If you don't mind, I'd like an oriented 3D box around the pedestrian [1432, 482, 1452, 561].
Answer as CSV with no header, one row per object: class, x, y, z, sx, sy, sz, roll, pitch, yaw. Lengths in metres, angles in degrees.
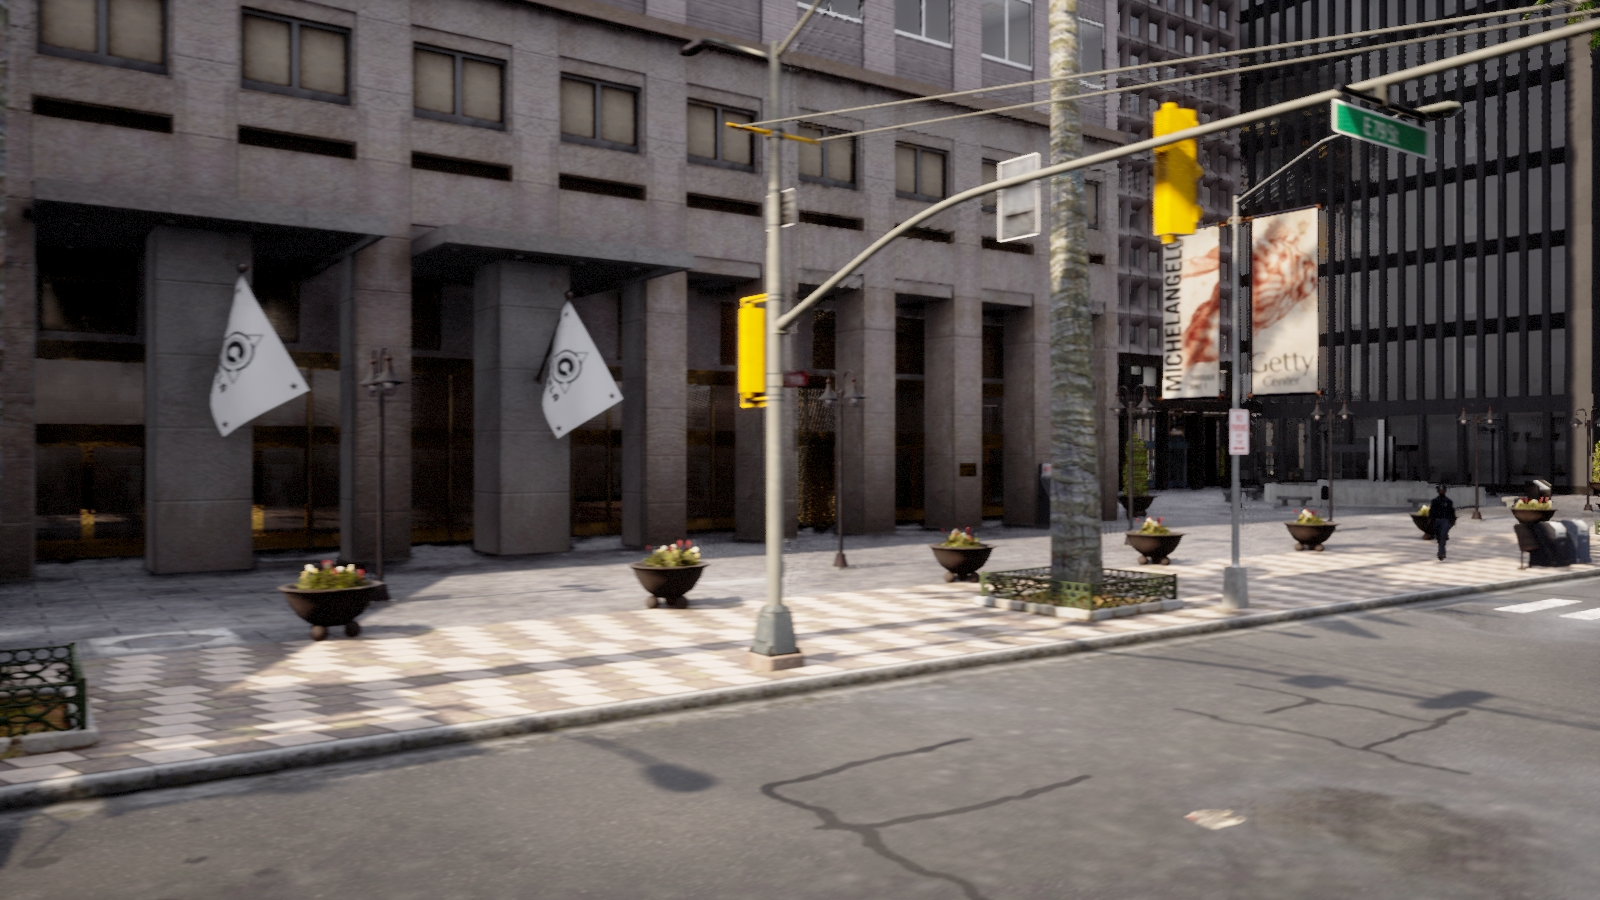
pedestrian,15.368,1.699,27.343,0.375,1.860,0.375,0,0,37
